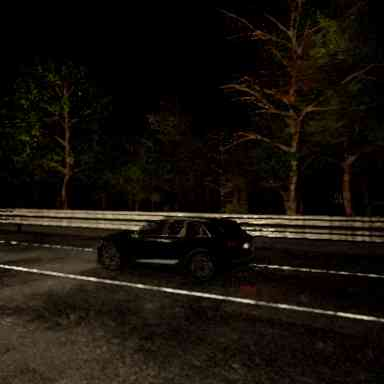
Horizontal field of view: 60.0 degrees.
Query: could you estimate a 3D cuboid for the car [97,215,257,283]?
[{"bbox_3d":[-0.568,1.508,9.839,4.856,1.649,2.033,-1,0,26],"label":"car"}]
